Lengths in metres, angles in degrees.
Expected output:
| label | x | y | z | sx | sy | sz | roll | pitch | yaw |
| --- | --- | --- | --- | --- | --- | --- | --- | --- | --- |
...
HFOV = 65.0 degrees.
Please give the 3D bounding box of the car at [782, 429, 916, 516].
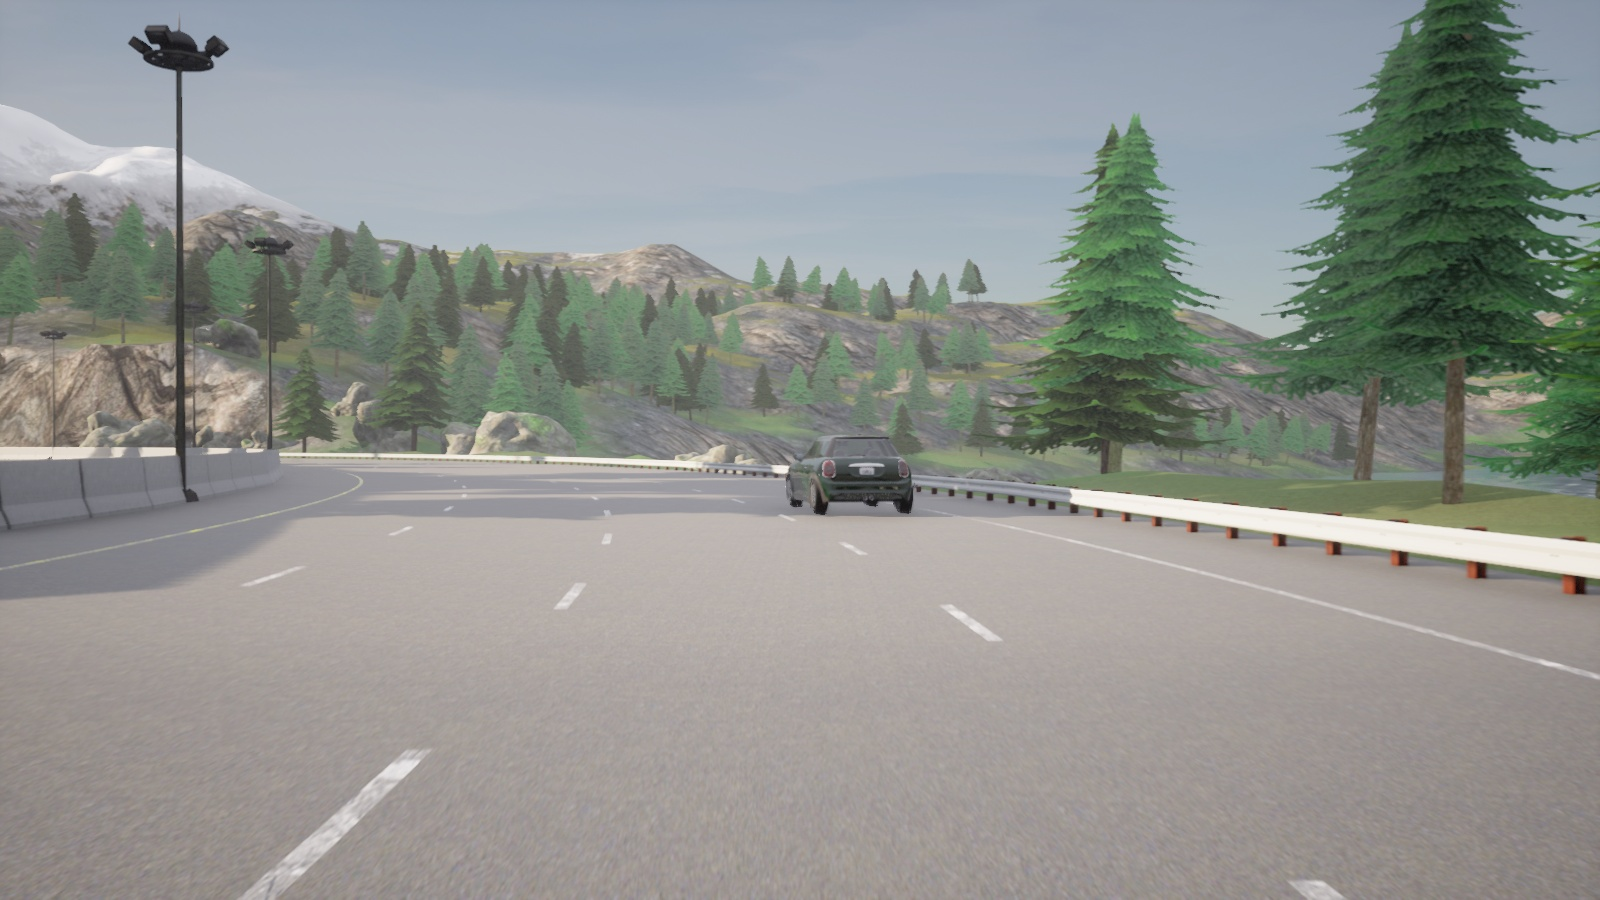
| label | x | y | z | sx | sy | sz | roll | pitch | yaw |
| --- | --- | --- | --- | --- | --- | --- | --- | --- | --- |
| car | 0.981 | 0.447 | 28.058 | 2.097 | 1.767 | 4.553 | 0 | 0 | -10 |
